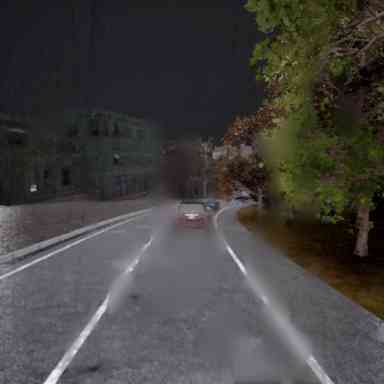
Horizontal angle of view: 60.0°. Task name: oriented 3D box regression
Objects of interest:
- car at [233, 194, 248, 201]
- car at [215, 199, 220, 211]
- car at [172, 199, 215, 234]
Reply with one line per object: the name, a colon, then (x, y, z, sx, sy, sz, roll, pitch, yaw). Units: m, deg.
car: (10.880, 1.233, 74.126, 2.033, 1.411, 5.357, 3, 1, 27)
car: (2.189, 1.454, 39.378, 1.895, 1.301, 4.718, 1, 0, 11)
car: (0.037, 1.303, 19.106, 2.097, 1.767, 4.553, 0, 0, 1)
